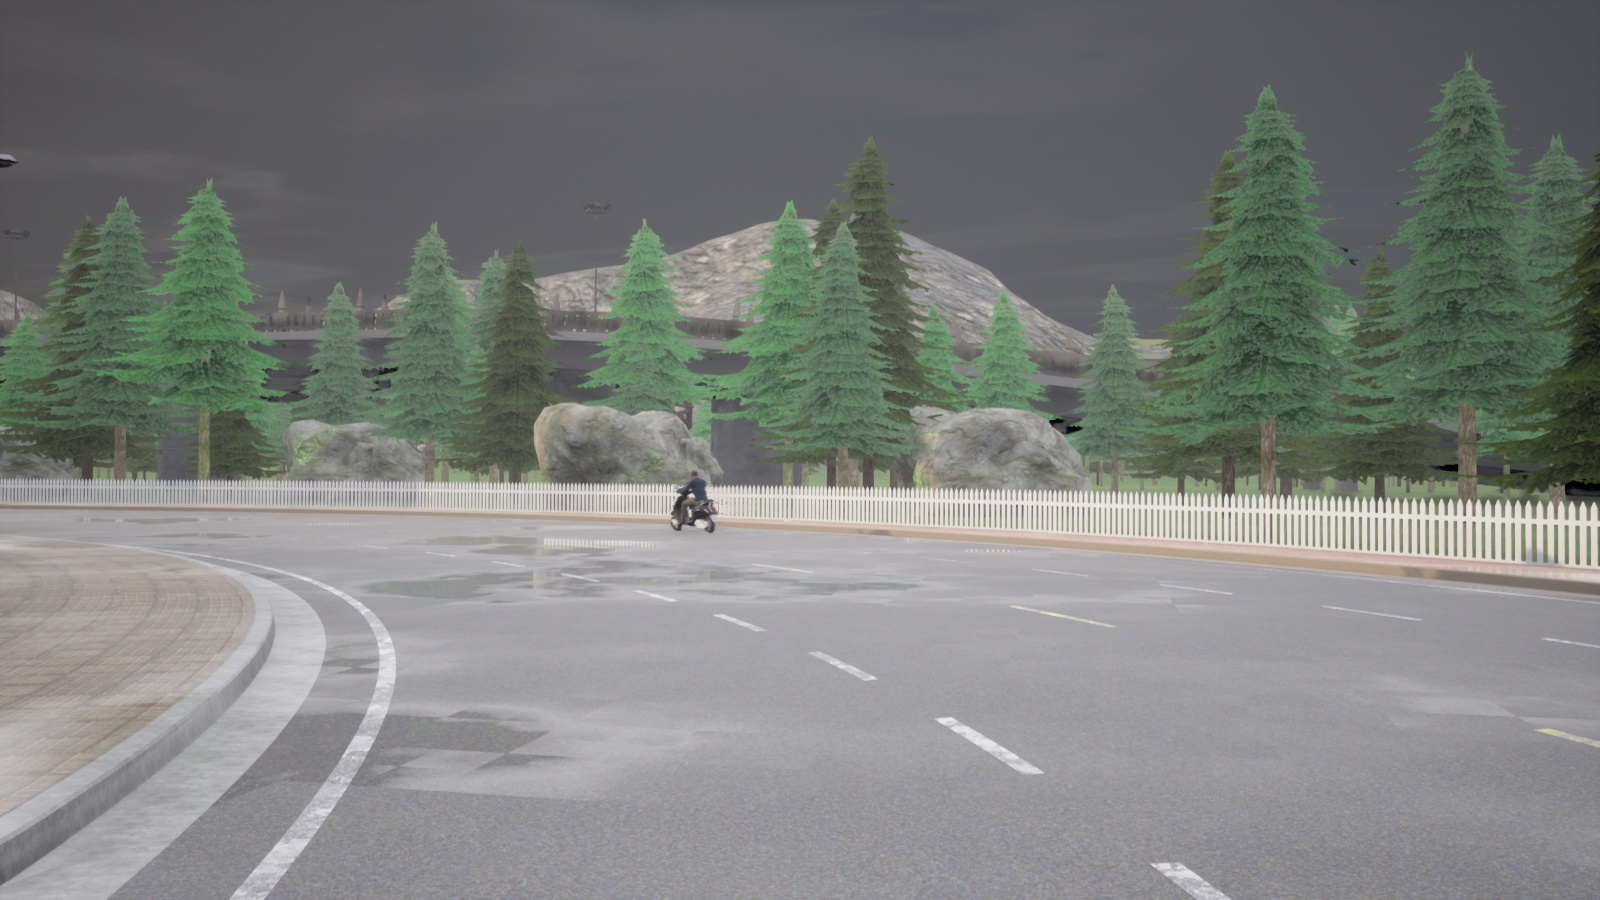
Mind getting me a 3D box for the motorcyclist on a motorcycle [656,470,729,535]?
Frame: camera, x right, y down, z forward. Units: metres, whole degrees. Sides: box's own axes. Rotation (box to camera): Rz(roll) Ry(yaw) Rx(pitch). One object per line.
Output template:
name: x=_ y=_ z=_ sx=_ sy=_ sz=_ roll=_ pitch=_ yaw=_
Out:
motorcyclist on a motorcycle: x=-2.738 y=1.322 z=31.880 sx=0.866 sy=1.590 sz=1.817 roll=0 pitch=-1 yaw=-44
